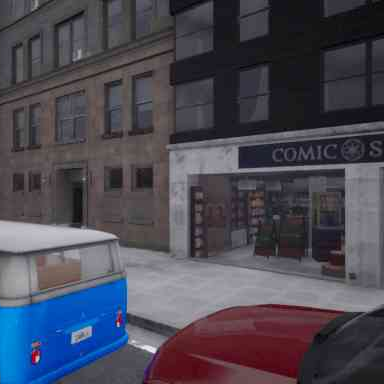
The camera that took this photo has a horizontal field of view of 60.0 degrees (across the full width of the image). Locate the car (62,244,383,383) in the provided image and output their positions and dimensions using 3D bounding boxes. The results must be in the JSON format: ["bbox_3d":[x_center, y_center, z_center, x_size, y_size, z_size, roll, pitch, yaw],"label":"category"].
[{"bbox_3d":[1.899,1.315,1.456,5.009,1.841,2.192,0,0,36],"label":"car"}]

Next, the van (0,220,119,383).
[{"bbox_3d":[-2.723,1.341,4.755,3.998,1.788,1.690,0,0,36],"label":"van"}]
